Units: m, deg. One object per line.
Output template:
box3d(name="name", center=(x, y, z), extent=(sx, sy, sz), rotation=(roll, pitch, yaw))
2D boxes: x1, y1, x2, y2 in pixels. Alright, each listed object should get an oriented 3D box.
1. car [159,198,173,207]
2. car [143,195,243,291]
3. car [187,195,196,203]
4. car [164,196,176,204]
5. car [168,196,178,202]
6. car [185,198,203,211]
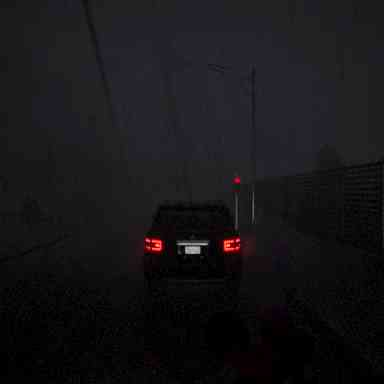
box3d(name="car", center=(-4.147, 1.601, 53.565), extent=(1.895, 1.301, 4.718), rotation=(0, 0, 0))
box3d(name="car", center=(0.034, 1.221, 9.132), extent=(2.150, 2.045, 5.566), rotation=(0, 0, 0))
box3d(name="car", center=(-0.064, 1.478, 73.088), extent=(1.882, 1.535, 5.008), rotation=(0, 0, 0))
box3d(name="car", center=(-4.117, 1.547, 63.327), extent=(2.033, 1.411, 5.357), rotation=(0, 0, 0))
box3d(name="car", center=(-4.074, 1.552, 73.313), extent=(1.994, 1.385, 4.181), rotation=(0, 0, 0))
box3d(name="car", center=(0.247, 1.547, 42.864), extent=(2.033, 1.411, 5.357), rotation=(0, 0, -3))
